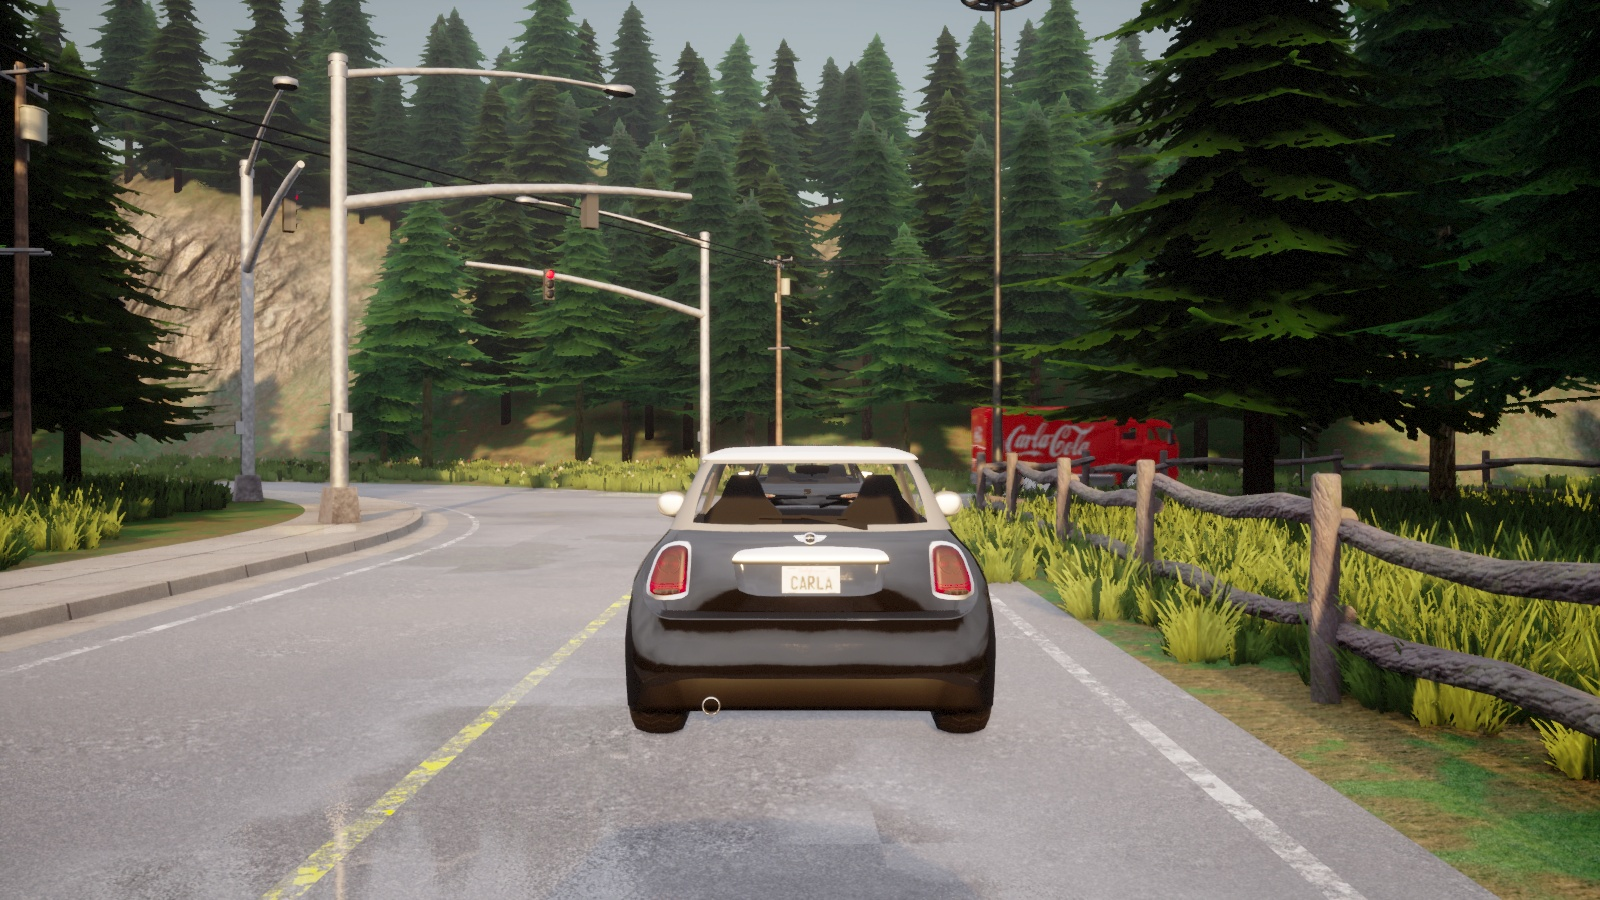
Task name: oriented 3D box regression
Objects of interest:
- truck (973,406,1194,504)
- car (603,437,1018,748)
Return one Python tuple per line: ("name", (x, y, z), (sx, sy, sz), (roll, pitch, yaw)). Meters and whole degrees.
("truck", (7.321, 0.106, 32.945), (5.204, 2.467, 2.627), (0, 1, 0))
("car", (0.058, 0.668, 7.864), (1.970, 1.475, 3.806), (0, 0, 0))
